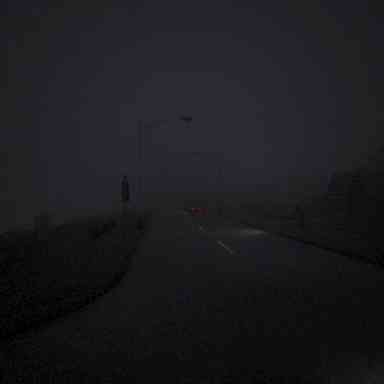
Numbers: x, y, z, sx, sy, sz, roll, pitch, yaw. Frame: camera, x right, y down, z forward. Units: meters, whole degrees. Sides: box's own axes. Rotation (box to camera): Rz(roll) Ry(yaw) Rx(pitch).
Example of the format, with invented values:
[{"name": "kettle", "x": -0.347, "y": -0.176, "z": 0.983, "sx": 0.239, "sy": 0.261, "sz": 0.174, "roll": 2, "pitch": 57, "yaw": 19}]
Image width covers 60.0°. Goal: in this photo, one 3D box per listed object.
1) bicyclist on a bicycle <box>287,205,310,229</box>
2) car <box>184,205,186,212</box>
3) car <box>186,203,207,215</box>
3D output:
[{"name": "bicyclist on a bicycle", "x": 7.161, "y": 1.681, "z": 22.400, "sx": 1.656, "sy": 1.620, "sz": 0.582, "roll": -1, "pitch": -1, "yaw": -5}, {"name": "car", "x": -0.202, "y": 2.578, "z": 56.069, "sx": 1.882, "sy": 1.535, "sz": 5.008, "roll": -1, "pitch": -1, "yaw": -5}, {"name": "car", "x": 0.749, "y": 2.243, "z": 46.073, "sx": 2.097, "sy": 1.767, "sz": 4.553, "roll": -1, "pitch": -1, "yaw": -5}]
